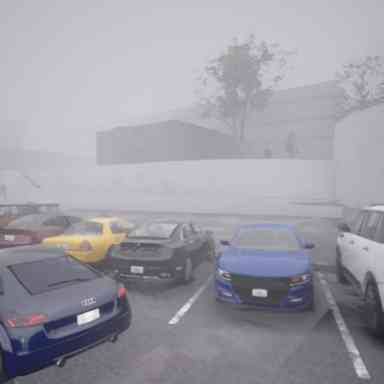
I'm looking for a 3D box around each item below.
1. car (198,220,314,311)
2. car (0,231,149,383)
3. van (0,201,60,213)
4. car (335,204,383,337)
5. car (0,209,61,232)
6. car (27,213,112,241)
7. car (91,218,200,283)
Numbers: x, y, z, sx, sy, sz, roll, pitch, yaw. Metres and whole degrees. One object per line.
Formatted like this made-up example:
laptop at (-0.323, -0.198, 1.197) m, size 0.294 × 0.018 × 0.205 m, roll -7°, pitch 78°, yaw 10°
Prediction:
car at (1.837, 1.513, 8.173) m, size 2.097 × 1.535 × 5.008 m, roll 0°, pitch -1°, yaw 15°
car at (-2.978, 1.605, 5.490) m, size 4.181 × 1.385 × 1.994 m, roll 0°, pitch 0°, yaw 35°
van at (-7.920, 1.385, 14.970) m, size 1.878 × 1.987 × 4.442 m, roll 0°, pitch -1°, yaw 15°
car at (4.265, 1.241, 6.475) m, size 2.435 × 2.045 × 5.566 m, roll 0°, pitch -1°, yaw 15°
car at (-5.457, 1.617, 13.381) m, size 2.163 × 1.488 × 4.792 m, roll 0°, pitch -1°, yaw 15°
car at (-2.983, 1.560, 11.804) m, size 1.946 × 1.575 × 5.366 m, roll 0°, pitch -1°, yaw 15°
car at (-0.604, 1.537, 9.892) m, size 2.231 × 1.521 × 4.892 m, roll 0°, pitch -1°, yaw 15°
